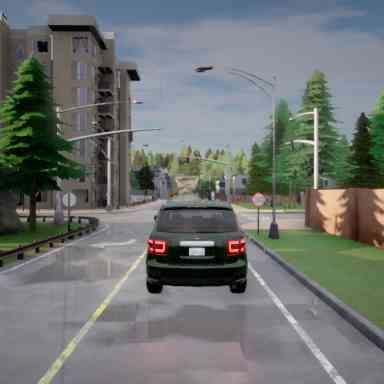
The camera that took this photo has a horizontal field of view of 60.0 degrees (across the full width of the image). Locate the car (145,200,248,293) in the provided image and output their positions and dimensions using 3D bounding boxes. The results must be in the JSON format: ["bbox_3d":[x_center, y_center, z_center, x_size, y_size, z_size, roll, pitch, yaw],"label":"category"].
[{"bbox_3d":[0.098,1.221,8.979,2.150,2.045,5.566,0,0,0],"label":"car"}]
